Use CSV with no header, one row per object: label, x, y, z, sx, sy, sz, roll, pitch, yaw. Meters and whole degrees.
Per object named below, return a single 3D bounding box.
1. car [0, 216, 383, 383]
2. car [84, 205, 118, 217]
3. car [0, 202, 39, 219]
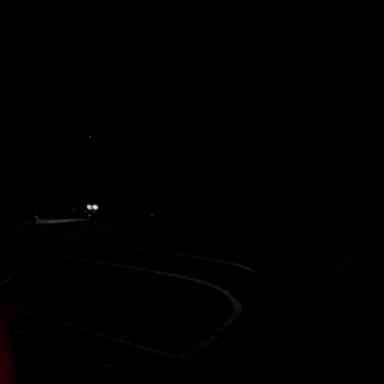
car,-0.758,1.335,3.407,5.009,1.841,2.192,-1,-1,36
car,-9.074,2.060,35.372,1.895,1.301,4.718,-1,-1,36
car,-15.075,1.725,27.132,2.097,1.767,4.553,-1,-1,36
